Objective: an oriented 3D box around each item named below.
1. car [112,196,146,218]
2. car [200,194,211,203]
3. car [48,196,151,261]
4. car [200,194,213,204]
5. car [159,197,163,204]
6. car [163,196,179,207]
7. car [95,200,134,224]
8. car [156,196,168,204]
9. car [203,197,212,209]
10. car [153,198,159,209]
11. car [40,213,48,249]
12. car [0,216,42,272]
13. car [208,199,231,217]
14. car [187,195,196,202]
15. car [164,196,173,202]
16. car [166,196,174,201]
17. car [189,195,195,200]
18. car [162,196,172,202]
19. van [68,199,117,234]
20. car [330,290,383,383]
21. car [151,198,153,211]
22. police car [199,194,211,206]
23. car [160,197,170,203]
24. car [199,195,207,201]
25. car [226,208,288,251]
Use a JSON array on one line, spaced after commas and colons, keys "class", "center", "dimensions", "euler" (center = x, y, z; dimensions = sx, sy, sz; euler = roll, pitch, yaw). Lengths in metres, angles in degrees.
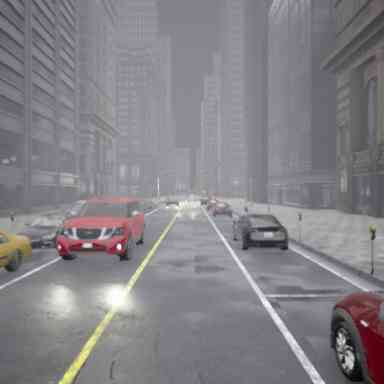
[{"class": "car", "center": [-5.768, 1.340, 30.953], "dimensions": [2.192, 1.841, 5.009], "euler": [0, 0, 0]}, {"class": "car", "center": [2.754, 1.390, 70.413], "dimensions": [2.192, 1.841, 5.009], "euler": [0, 0, 0]}, {"class": "car", "center": [-3.100, 1.230, 12.619], "dimensions": [2.150, 2.045, 5.566], "euler": [0, 0, 0]}, {"class": "car", "center": [2.754, 1.381, 64.776], "dimensions": [2.192, 1.841, 5.009], "euler": [0, 0, 0]}, {"class": "car", "center": [-5.768, 1.592, 47.862], "dimensions": [2.008, 1.369, 4.403], "euler": [0, 0, 0]}, {"class": "car", "center": [-3.072, 1.527, 53.876], "dimensions": [1.882, 1.535, 5.008], "euler": [0, 0, 0]}, {"class": "car", "center": [-5.767, 1.459, 25.316], "dimensions": [1.967, 1.590, 4.097], "euler": [0, 0, 0]}, {"class": "car", "center": [-5.770, 1.590, 64.602], "dimensions": [1.752, 1.417, 4.829], "euler": [0, 0, 0]}, {"class": "car", "center": [2.757, 1.618, 42.232], "dimensions": [1.802, 1.307, 4.206], "euler": [0, 0, 0]}, {"class": "car", "center": [-5.768, 1.601, 42.226], "dimensions": [1.947, 1.339, 4.313], "euler": [0, 0, 0]}, {"class": "car", "center": [-5.766, 1.560, 14.042], "dimensions": [2.008, 1.369, 4.403], "euler": [0, 0, 0]}, {"class": "car", "center": [-5.766, 1.530, 8.236], "dimensions": [1.752, 1.417, 4.829], "euler": [0, 0, 0]}, {"class": "car", "center": [2.758, 1.607, 30.959], "dimensions": [1.802, 1.307, 4.206], "euler": [0, 0, 0]}, {"class": "car", "center": [-0.004, 1.467, 73.777], "dimensions": [1.812, 1.442, 4.674], "euler": [0, 0, 0]}, {"class": "car", "center": [-5.771, 1.662, 81.682], "dimensions": [1.947, 1.339, 4.313], "euler": [0, 0, 0]}, {"class": "car", "center": [-5.771, 1.659, 87.319], "dimensions": [2.008, 1.369, 4.403], "euler": [0, 0, 0]}, {"class": "car", "center": [-0.005, 1.452, 89.759], "dimensions": [1.812, 1.442, 4.674], "euler": [0, 0, 0]}, {"class": "car", "center": [-5.770, 1.651, 76.046], "dimensions": [1.947, 1.339, 4.313], "euler": [0, 0, 0]}, {"class": "van", "center": [-5.767, 1.355, 19.679], "dimensions": [1.690, 1.788, 3.998], "euler": [0, 0, 0]}, {"class": "car", "center": [2.759, 1.442, 2.777], "dimensions": [1.967, 1.590, 4.097], "euler": [0, 0, 0]}, {"class": "car", "center": [-5.767, 1.596, 36.589], "dimensions": [1.947, 1.339, 4.313], "euler": [0, 0, 0]}, {"class": "police car", "center": [2.363, 1.476, 54.868], "dimensions": [1.930, 1.638, 5.238], "euler": [0, 0, 0]}, {"class": "car", "center": [-5.770, 1.657, 70.409], "dimensions": [1.802, 1.307, 4.206], "euler": [0, 0, 0]}, {"class": "car", "center": [2.753, 1.548, 87.321], "dimensions": [1.967, 1.590, 4.097], "euler": [0, 0, 0]}, {"class": "car", "center": [2.759, 1.575, 14.050], "dimensions": [1.947, 1.339, 4.313], "euler": [0, 0, 0]}]
